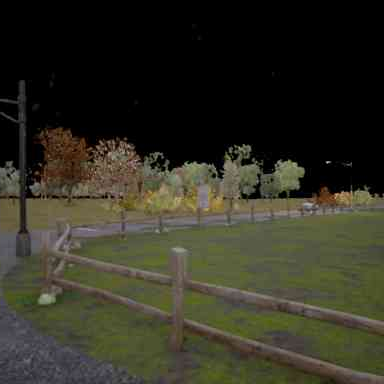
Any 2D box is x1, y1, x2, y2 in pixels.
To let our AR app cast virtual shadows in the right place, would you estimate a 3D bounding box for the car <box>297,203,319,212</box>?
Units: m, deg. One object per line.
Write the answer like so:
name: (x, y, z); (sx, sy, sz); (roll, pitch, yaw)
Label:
car: (18.638, 2.431, 53.149); (2.033, 1.411, 5.357); (-1, -2, 40)
